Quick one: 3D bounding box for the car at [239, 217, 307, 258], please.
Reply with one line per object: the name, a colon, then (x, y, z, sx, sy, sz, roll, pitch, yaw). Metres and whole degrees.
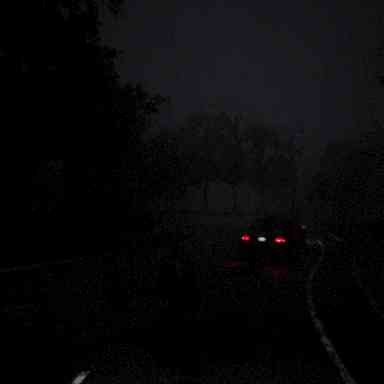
car: (3.523, 1.725, 13.790, 2.033, 1.411, 5.357, -1, -1, 26)

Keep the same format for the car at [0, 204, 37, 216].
car: (-21.925, 2.204, 41.182, 4.892, 1.490, 1.837, 0, -2, -12)
